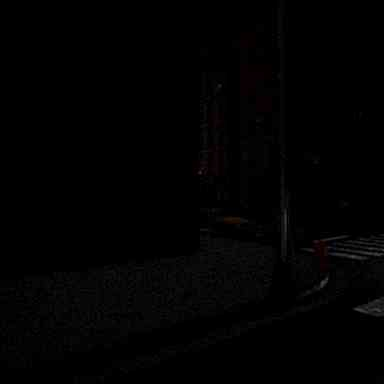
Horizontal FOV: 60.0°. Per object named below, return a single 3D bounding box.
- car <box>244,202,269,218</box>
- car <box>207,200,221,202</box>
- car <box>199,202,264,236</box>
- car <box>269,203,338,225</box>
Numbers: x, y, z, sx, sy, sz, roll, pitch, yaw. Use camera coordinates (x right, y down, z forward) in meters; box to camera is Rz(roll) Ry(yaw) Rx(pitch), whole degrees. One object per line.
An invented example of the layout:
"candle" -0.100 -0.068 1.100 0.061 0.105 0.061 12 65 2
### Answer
"car" 4.706 1.456 27.377 1.802 1.307 4.206 -1 0 -35
"car" 1.580 1.443 31.795 1.947 1.339 4.313 -1 0 -35
"car" 1.375 1.482 18.191 1.752 1.417 4.829 -1 0 -35
"car" 7.833 1.435 22.958 1.947 1.339 4.313 -1 0 -35
